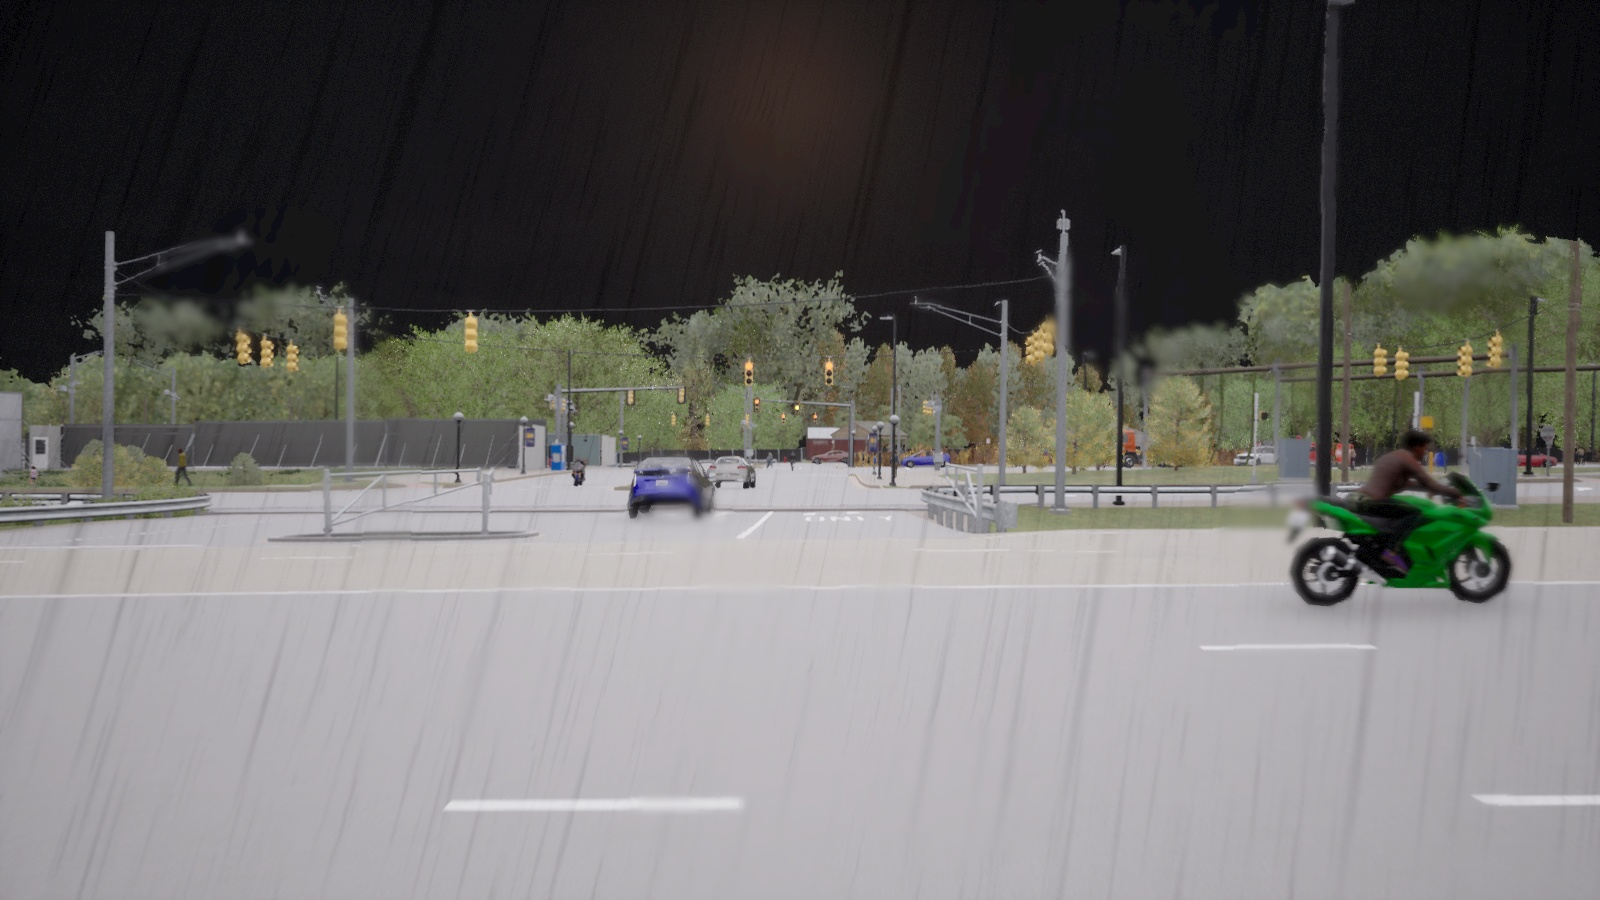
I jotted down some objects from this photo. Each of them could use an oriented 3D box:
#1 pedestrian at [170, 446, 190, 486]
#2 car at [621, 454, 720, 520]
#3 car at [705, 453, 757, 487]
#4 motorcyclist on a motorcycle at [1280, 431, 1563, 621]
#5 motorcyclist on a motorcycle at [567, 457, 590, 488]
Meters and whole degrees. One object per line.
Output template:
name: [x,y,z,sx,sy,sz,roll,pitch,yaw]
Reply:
pedestrian: [-28.729,0.732,58.151,0.726,1.835,0.370,1,1,0]
car: [-3.187,0.912,31.762,2.007,1.525,4.514,0,-1,1]
car: [-3.488,1.019,64.223,2.152,1.651,5.027,0,-1,3]
motorcyclist on a motorcycle: [5.278,0.613,10.731,2.044,1.523,0.797,0,2,-6]
motorcyclist on a motorcycle: [-11.265,1.142,63.910,0.866,1.530,2.191,0,0,-3]
